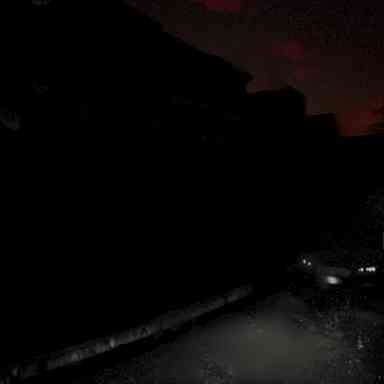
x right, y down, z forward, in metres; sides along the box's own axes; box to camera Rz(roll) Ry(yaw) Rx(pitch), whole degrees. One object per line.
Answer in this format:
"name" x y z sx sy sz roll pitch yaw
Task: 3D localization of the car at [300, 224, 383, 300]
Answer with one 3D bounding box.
"car" 4.535 1.679 9.086 2.128 1.511 4.902 -1 -2 39
